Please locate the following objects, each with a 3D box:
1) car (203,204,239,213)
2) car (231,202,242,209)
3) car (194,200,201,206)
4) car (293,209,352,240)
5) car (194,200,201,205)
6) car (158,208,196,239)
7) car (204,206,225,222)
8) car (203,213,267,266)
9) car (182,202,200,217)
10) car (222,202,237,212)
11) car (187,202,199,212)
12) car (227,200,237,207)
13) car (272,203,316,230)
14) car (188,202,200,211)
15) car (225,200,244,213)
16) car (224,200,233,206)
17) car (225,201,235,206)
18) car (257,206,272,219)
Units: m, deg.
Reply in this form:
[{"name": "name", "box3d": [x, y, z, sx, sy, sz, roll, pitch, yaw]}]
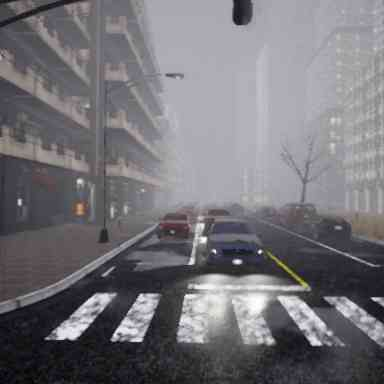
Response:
[{"name": "car", "box3d": [1.798, 1.824, 22.565, 1.882, 1.535, 5.008, 0, -1, 2]}, {"name": "car", "box3d": [9.146, 2.663, 68.548, 1.947, 1.339, 4.313, 0, -1, 2]}, {"name": "car", "box3d": [1.515, 2.975, 90.908, 1.887, 1.381, 4.507, 0, -1, 2]}, {"name": "car", "box3d": [7.470, 1.882, 18.876, 1.947, 1.339, 4.313, 0, -1, 2]}, {"name": "car", "box3d": [0.021, 2.234, 46.586, 1.752, 1.417, 4.829, 0, -1, 2]}, {"name": "car", "box3d": [-0.905, 1.828, 19.161, 1.887, 1.381, 4.507, 0, -1, 2]}, {"name": "car", "box3d": [2.138, 2.101, 32.514, 1.895, 1.301, 4.718, 0, -1, 2]}, {"name": "car", "box3d": [1.460, 1.743, 12.597, 2.033, 1.411, 5.357, 0, -1, 2]}, {"name": "car", "box3d": [-0.346, 2.083, 35.717, 1.887, 1.381, 4.507, 0, -1, 2]}, {"name": "car", "box3d": [5.939, 2.388, 53.378, 2.033, 1.411, 5.357, 0, -1, 2]}, {"name": "car", "box3d": [0.206, 2.321, 52.106, 1.752, 1.417, 4.829, 0, -1, 2]}, {"name": "car", "box3d": [9.520, 2.720, 79.588, 1.967, 1.590, 4.097, 0, -1, 2]}, {"name": "car", "box3d": [7.659, 1.716, 24.400, 2.192, 1.841, 5.009, 0, -1, 2]}, {"name": "car", "box3d": [0.397, 2.452, 57.793, 1.947, 1.339, 4.313, 0, -1, 2]}, {"name": "car", "box3d": [5.642, 2.159, 43.214, 1.882, 1.535, 5.008, 0, -1, 2]}, {"name": "car", "box3d": [9.891, 3.014, 90.625, 2.008, 1.369, 4.403, 0, -1, 2]}, {"name": "car", "box3d": [9.705, 2.922, 85.105, 2.008, 1.369, 4.403, 0, -1, 2]}, {"name": "car", "box3d": [8.029, 2.138, 35.433, 1.947, 1.339, 4.313, 0, -1, 2]}]
